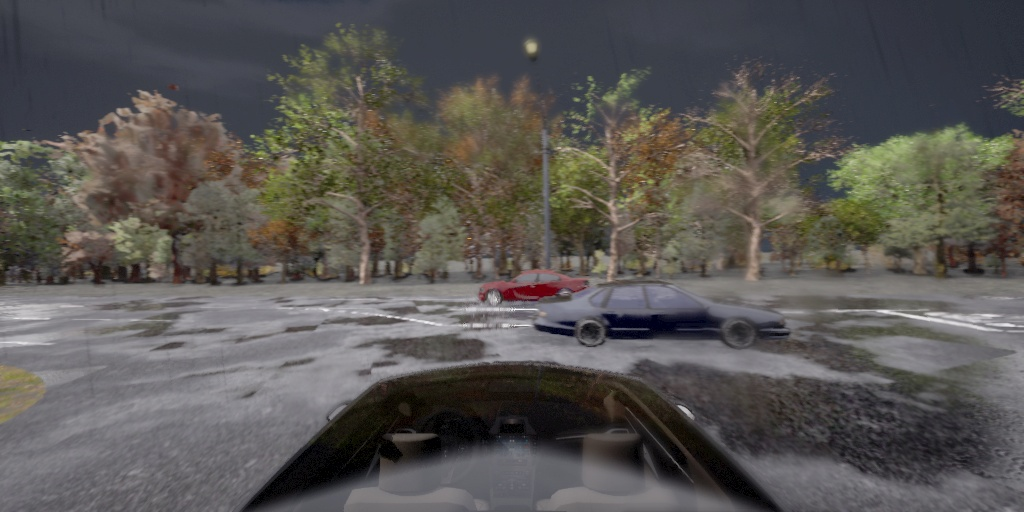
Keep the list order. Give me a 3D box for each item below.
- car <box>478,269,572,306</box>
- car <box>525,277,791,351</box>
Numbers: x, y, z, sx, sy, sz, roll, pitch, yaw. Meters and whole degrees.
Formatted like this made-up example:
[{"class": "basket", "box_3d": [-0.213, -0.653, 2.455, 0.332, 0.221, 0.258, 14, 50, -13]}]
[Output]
[{"class": "car", "box_3d": [0.962, 1.378, 15.994, 5.008, 1.535, 1.882, -1, -1, 10]}, {"class": "car", "box_3d": [3.171, 1.293, 8.485, 5.357, 1.411, 2.033, -2, -1, 10]}]
